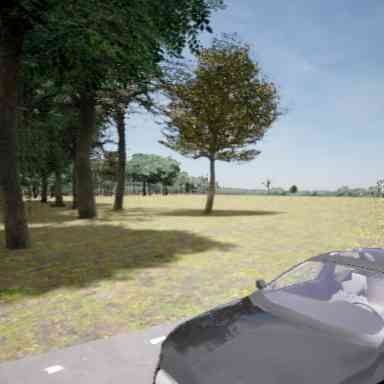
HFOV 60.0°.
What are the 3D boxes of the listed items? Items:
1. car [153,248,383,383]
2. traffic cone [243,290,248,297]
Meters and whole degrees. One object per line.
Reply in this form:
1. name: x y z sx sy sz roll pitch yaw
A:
1. car: 1.949 1.464 3.649 4.902 1.511 2.128 0 0 -30
2. traffic cone: 0.880 1.914 5.481 0.340 0.580 0.340 0 0 -31
